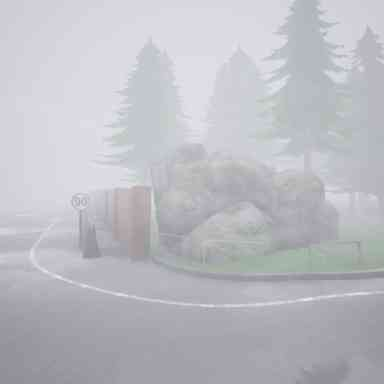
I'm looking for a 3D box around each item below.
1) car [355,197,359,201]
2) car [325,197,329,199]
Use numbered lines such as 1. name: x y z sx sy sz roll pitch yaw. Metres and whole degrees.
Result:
1. car: 28.400 1.531 56.087 1.994 1.385 4.181 0 0 -11
2. car: 23.642 1.192 62.604 2.150 2.045 5.566 0 0 -8
